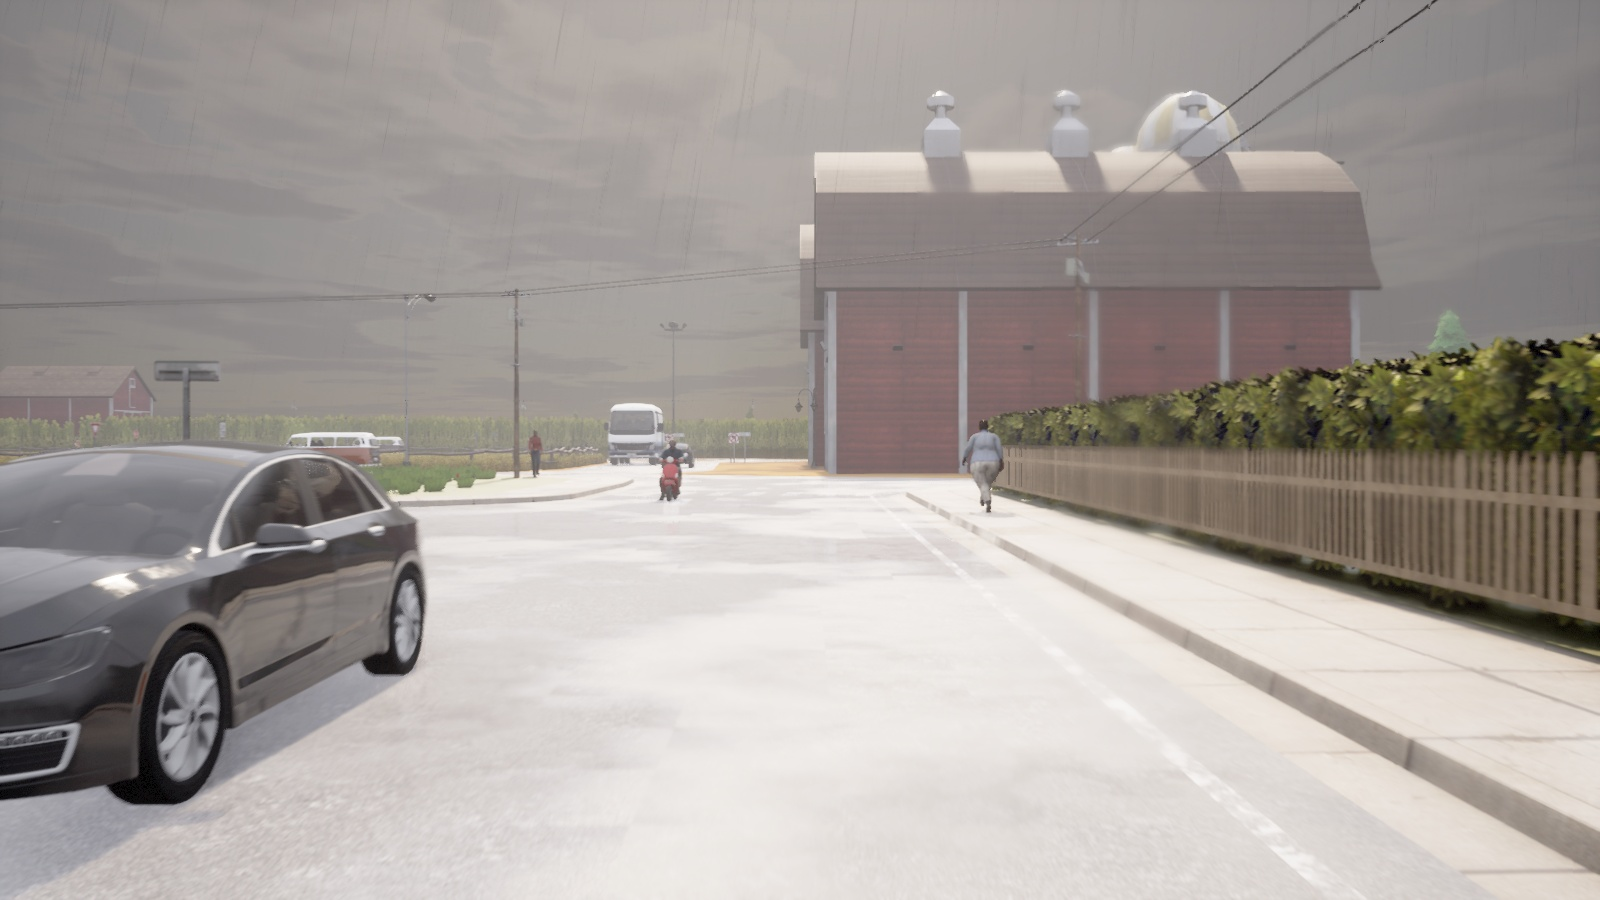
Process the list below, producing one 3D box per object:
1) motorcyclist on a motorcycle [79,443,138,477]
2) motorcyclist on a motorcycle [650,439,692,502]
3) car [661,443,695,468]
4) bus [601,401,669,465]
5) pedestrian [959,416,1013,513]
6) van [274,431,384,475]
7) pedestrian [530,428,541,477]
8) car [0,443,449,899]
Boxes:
[{"bbox_3d":[-31.428,0.441,57.092,2.191,1.530,0.866,0,0,0],"label":"motorcyclist on a motorcycle"},{"bbox_3d":[-3.311,0.518,32.449,0.866,1.590,1.817,0,0,1],"label":"motorcyclist on a motorcycle"},{"bbox_3d":[-7.436,0.321,76.821,1.837,1.490,4.892,0,0,-3],"label":"car"},{"bbox_3d":[-11.519,-1.128,88.562,3.944,4.253,10.273,0,0,-3],"label":"bus"},{"bbox_3d":[3.592,0.270,24.315,0.874,1.855,0.900,0,0,-2],"label":"pedestrian"},{"bbox_3d":[-22.662,0.121,60.546,4.480,2.038,2.069,1,0,0],"label":"van"},{"bbox_3d":[-9.945,0.084,47.216,0.331,1.846,0.636,0,0,-19],"label":"pedestrian"},{"bbox_3d":[-3.448,0.712,6.565,1.837,1.490,4.892,0,0,0],"label":"car"}]
